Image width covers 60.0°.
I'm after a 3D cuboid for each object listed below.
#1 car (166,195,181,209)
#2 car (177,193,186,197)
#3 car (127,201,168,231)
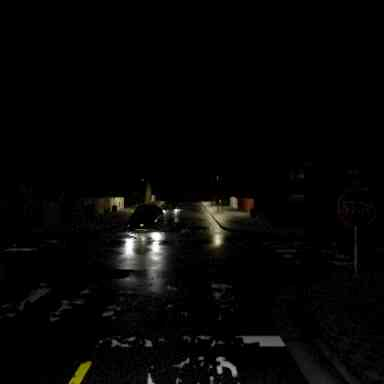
[{"bbox_3d":[-2.826,1.554,45.153,1.837,1.490,4.892,0,0,0],"label":"car"},{"bbox_3d":[-2.867,1.383,70.132,2.033,1.411,5.357,0,0,0],"label":"car"},{"bbox_3d":[-2.785,1.561,20.794,1.837,1.490,4.892,0,0,0],"label":"car"}]
